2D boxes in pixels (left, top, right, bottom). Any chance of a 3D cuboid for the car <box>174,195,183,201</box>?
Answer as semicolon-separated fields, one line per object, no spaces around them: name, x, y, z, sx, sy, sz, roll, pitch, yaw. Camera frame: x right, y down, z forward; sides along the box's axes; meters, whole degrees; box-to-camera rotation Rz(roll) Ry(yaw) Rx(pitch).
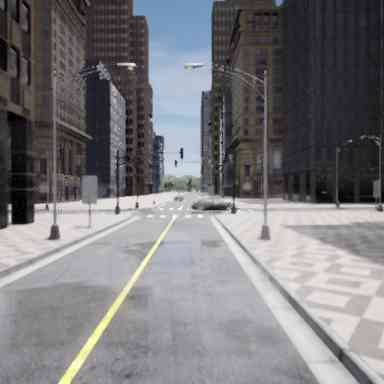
car;-2.992;1.385;73.788;1.994;1.385;4.181;0;0;0

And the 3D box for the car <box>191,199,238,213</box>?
car;2.333;1.434;34.865;4.902;1.511;2.128;0;0;0
